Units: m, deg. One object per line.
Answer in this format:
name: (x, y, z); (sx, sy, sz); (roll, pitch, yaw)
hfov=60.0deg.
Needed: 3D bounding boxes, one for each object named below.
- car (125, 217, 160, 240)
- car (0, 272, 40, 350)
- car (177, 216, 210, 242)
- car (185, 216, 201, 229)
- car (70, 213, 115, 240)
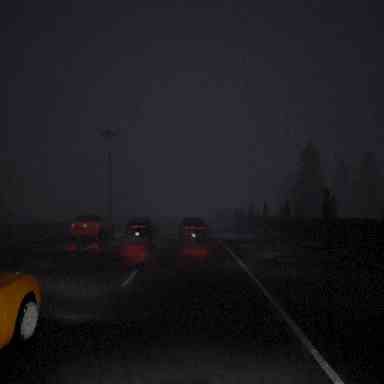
car: (-3.397, 2.483, 23.056); (1.837, 1.490, 4.892); (0, -3, 0)
car: (-3.400, 1.501, 3.449); (1.882, 1.535, 5.008); (0, -1, 0)
car: (0.103, 2.379, 21.435); (1.837, 1.490, 4.892); (0, -3, 0)
car: (0.106, 3.614, 40.306); (1.812, 1.442, 4.674); (0, -4, 0)
car: (-6.897, 2.360, 23.538); (2.097, 1.767, 4.553); (0, -4, 0)
